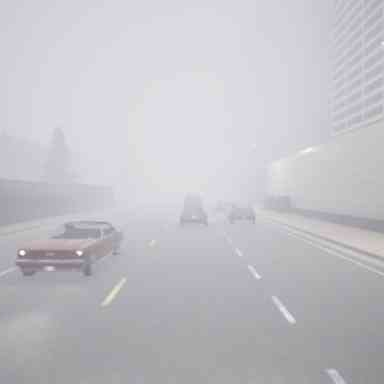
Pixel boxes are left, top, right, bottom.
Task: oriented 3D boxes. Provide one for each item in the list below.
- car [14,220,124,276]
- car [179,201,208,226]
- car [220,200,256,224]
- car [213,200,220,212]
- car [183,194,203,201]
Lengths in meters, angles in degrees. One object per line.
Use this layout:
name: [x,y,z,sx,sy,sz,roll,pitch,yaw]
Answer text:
car: [-3.531,1.613,10.508,1.895,1.301,4.718,0,0,1]
car: [0.103,1.590,23.817,1.994,1.385,4.181,0,0,0]
car: [3.599,1.518,25.288,2.128,1.511,4.902,0,0,0]
car: [3.599,1.604,38.571,1.994,1.385,4.181,0,0,0]
car: [0.095,1.264,39.337,2.150,2.045,5.566,0,0,0]
